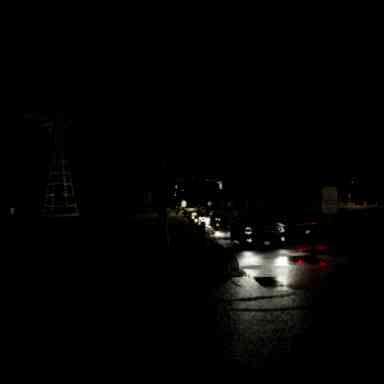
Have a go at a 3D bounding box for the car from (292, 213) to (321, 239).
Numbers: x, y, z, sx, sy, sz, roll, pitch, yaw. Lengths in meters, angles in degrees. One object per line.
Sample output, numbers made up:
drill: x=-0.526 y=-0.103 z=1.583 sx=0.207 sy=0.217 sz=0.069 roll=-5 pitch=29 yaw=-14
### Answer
car: x=6.050 y=1.996 z=20.106 sx=2.128 sy=1.511 sz=4.902 roll=-2 pitch=-2 yaw=-3

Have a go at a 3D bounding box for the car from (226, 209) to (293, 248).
car: x=3.362 y=1.867 z=17.696 sx=2.097 sy=1.767 sz=4.553 roll=-2 pitch=-2 yaw=-3

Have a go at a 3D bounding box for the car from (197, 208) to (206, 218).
car: x=1.735 y=3.097 z=49.532 sx=2.128 sy=1.511 sz=4.902 roll=-2 pitch=-2 yaw=-3

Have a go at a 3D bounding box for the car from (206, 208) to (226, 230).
car: x=2.778 y=2.248 z=28.750 sx=2.097 sy=1.767 sz=4.553 roll=-2 pitch=-2 yaw=-3
